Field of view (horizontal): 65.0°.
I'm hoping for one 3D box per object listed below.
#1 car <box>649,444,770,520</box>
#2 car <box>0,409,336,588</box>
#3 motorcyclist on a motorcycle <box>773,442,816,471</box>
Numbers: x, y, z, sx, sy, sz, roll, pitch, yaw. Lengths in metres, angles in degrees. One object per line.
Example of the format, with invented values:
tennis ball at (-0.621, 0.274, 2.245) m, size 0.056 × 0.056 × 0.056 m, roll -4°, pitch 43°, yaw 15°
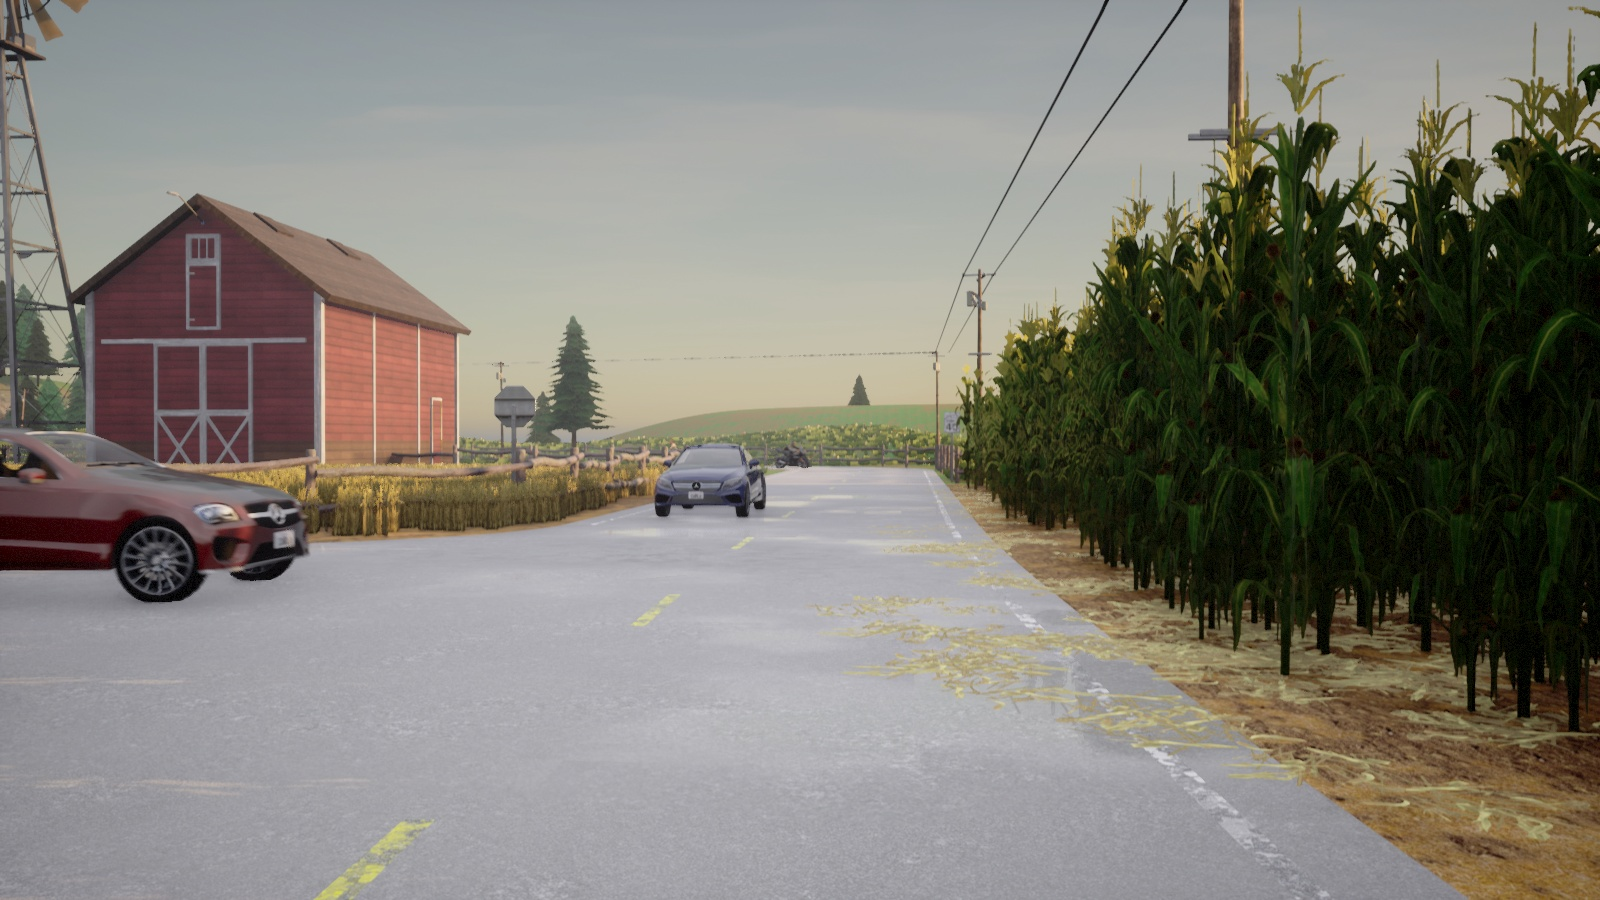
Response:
car at (-1.790, 0.598, 26.362) m, size 1.812 × 1.442 × 4.674 m, roll 0°, pitch 0°, yaw 5°
car at (-7.622, 0.436, 12.734) m, size 5.027 × 1.651 × 2.152 m, roll 0°, pitch 0°, yaw 3°
motorcyclist on a motorcycle at (-0.311, 0.330, 68.913) m, size 2.191 × 1.530 × 0.866 m, roll 0°, pitch 3°, yaw 31°
